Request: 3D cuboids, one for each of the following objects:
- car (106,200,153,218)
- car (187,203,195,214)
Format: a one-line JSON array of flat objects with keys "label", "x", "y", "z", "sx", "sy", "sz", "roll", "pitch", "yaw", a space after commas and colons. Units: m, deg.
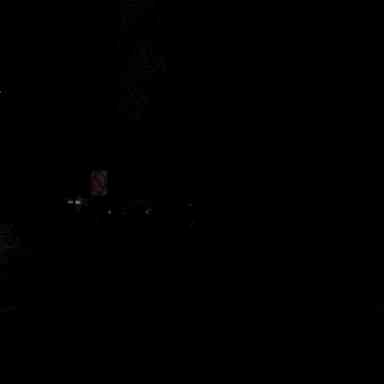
[{"label": "car", "x": -5.679, "y": 1.524, "z": 30.721, "sx": 2.128, "sy": 1.511, "sz": 4.902, "roll": 0, "pitch": 0, "yaw": 36}, {"label": "car", "x": 1.500, "y": 1.428, "z": 35.060, "sx": 2.097, "sy": 1.767, "sz": 4.553, "roll": 0, "pitch": 0, "yaw": 36}]
